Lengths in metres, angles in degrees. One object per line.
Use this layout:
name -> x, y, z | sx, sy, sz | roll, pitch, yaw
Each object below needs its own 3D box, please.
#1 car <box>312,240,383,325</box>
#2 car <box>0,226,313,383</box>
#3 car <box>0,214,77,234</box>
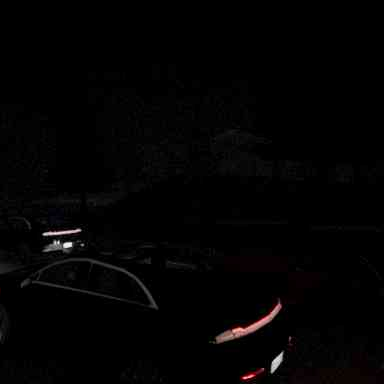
car -> 2.642, 1.612, 6.406 | 4.718, 1.301, 1.895 | -1, 0, 35
car -> -1.108, 1.519, 4.778 | 4.902, 1.511, 2.128 | -1, 0, 35
car -> -6.162, 1.583, 12.597 | 4.902, 1.511, 2.128 | 0, 0, 35
